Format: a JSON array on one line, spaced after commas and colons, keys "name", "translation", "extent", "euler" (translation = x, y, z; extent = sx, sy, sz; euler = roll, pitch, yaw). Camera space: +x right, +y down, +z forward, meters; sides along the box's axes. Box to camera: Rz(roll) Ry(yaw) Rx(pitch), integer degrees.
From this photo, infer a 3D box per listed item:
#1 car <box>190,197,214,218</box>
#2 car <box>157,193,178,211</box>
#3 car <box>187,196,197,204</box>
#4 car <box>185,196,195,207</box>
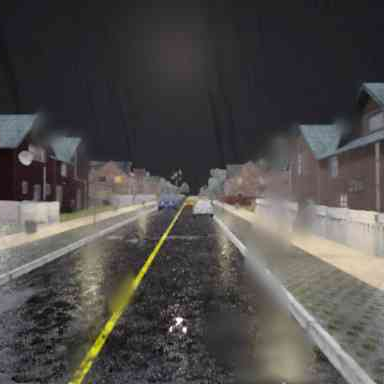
[{"name": "car", "translation": [0.967, 1.492, 30.139], "extent": [1.812, 1.442, 4.674], "euler": [0, 0, 0]}, {"name": "car", "translation": [-2.838, 1.185, 39.914], "extent": [2.150, 2.045, 5.566], "euler": [0, 0, 0]}, {"name": "car", "translation": [0.008, 1.474, 63.926], "extent": [1.837, 1.490, 4.892], "euler": [0, 0, 0]}, {"name": "car", "translation": [0.013, 1.441, 49.291], "extent": [1.882, 1.535, 5.008], "euler": [0, 0, 0]}]
